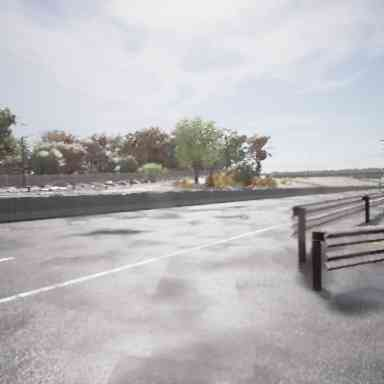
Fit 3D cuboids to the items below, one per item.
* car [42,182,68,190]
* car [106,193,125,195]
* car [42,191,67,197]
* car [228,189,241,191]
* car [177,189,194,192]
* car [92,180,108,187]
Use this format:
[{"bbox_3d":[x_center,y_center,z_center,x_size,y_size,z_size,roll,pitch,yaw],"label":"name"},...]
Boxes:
[{"bbox_3d":[-24.110,-0.772,58.320,2.150,2.045,5.566,-1,3,16],"label":"car"},{"bbox_3d":[-7.548,0.805,32.620,2.033,1.411,5.357,0,1,37],"label":"car"},{"bbox_3d":[-14.701,0.878,34.713,1.994,1.385,4.181,0,1,37],"label":"car"},{"bbox_3d":[6.509,0.289,51.534,1.837,1.490,4.892,0,1,37],"label":"car"},{"bbox_3d":[-1.337,0.364,52.730,1.837,1.490,4.892,0,1,37],"label":"car"},{"bbox_3d":[-19.854,-1.838,72.578,2.097,1.767,4.553,-1,4,18],"label":"car"}]
